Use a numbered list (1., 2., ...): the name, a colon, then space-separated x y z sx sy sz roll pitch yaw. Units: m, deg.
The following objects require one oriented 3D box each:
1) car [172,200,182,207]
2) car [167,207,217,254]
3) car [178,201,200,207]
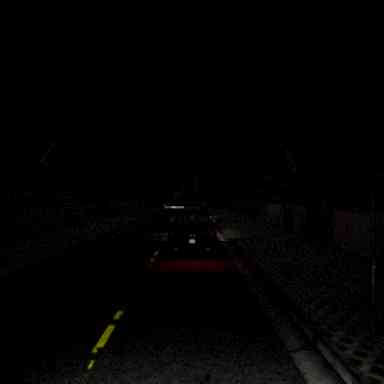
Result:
1. car: -2.763 2.192 65.435 1.994 1.385 4.181 0 0 0
2. car: 0.025 1.612 14.235 1.882 1.535 5.008 0 0 0
3. car: 0.023 1.816 28.923 1.812 1.442 4.674 0 0 0
